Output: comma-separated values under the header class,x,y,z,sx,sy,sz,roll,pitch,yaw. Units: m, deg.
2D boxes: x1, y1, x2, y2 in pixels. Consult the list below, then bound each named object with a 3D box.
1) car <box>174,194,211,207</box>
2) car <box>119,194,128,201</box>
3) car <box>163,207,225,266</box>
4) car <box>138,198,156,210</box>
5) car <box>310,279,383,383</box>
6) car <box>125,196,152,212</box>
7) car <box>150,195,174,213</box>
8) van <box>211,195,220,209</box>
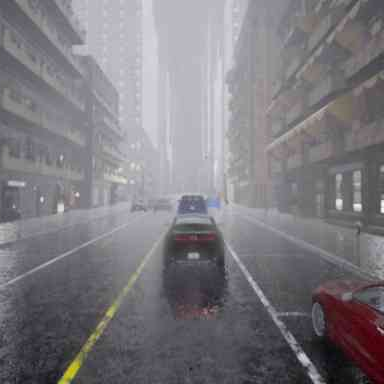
class,x,y,z,sx,sy,sz,roll,pitch,yaw
car,0.054,1.181,25.781,2.150,2.045,5.566,0,0,0
car,-16.518,1.367,76.050,4.097,1.590,1.967,0,-1,0
car,0.061,1.486,11.447,1.837,1.490,4.892,0,0,0
car,-5.659,1.511,42.327,1.802,1.307,4.206,1,0,0
car,2.703,1.577,3.600,1.802,1.307,4.206,1,0,0
car,-5.656,1.489,36.786,2.008,1.369,4.403,1,0,0
car,-3.111,1.443,36.454,1.837,1.490,4.892,0,0,0
van,2.693,1.270,42.383,1.690,1.788,3.998,1,0,0
